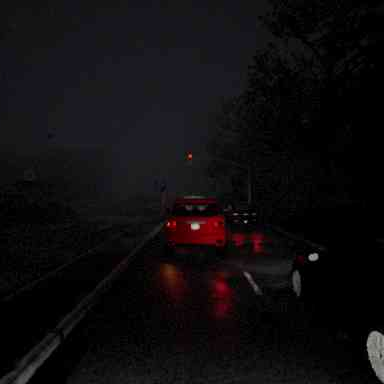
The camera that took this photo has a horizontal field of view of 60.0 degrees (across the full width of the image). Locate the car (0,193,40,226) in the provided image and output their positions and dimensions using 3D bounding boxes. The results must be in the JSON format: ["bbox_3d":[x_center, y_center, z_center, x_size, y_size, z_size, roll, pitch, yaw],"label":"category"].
[{"bbox_3d":[-13.790,1.282,22.796,5.566,2.045,2.435,-1,0,-20],"label":"car"}]

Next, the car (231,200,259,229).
[{"bbox_3d":[3.137,1.529,21.765,2.128,1.511,4.902,0,0,0],"label":"car"}]

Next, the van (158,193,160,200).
[{"bbox_3d":[-10.242,1.163,78.637,4.442,1.987,1.878,-1,0,-14],"label":"van"}]

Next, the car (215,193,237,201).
[{"bbox_3d":[7.665,1.207,75.218,4.553,1.767,2.185,1,0,-14],"label":"car"}]

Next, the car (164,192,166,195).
[{"bbox_3d":[-9.642,1.434,84.603,4.674,1.452,2.002,-1,0,-13],"label":"car"}]

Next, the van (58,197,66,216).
[{"bbox_3d":[-13.602,1.322,28.869,4.442,1.987,1.878,-1,0,-19],"label":"van"}]

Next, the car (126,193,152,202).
[{"bbox_3d":[-11.445,1.420,69.652,4.792,1.488,2.163,-1,0,-15],"label":"car"}]

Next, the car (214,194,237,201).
[{"bbox_3d":[8.183,1.329,81.063,5.366,1.575,1.946,1,0,-13],"label":"car"}]

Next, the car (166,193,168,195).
[{"bbox_3d":[-8.455,1.440,93.587,4.674,1.452,2.002,-1,0,-12],"label":"car"}]

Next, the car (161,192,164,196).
[{"bbox_3d":[-10.014,1.394,81.608,4.892,1.521,2.231,-1,0,-14],"label":"car"}]

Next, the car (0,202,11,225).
[{"bbox_3d":[-13.770,1.565,19.799,4.674,1.452,2.002,-1,0,-20],"label":"car"}]

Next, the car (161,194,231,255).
[{"bbox_3d":[0.105,1.238,13.564,2.150,2.045,5.566,0,0,0],"label":"car"}]

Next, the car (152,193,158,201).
[{"bbox_3d":[-10.801,1.380,72.645,5.366,1.575,1.946,-1,0,-15],"label":"car"}]

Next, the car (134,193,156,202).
[{"bbox_3d":[-10.708,1.263,75.597,4.553,1.767,2.185,-1,0,-14],"label":"car"}]

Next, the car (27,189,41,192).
[{"bbox_3d":[-28.166,0.191,60.521,2.002,1.452,4.674,6,-3,-19],"label":"car"}]

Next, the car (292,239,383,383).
[{"bbox_3d":[3.100,1.479,5.263,1.882,1.535,5.008,0,0,0],"label":"car"}]

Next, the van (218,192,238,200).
[{"bbox_3d":[7.282,1.106,72.248,4.442,1.987,1.878,1,0,-14],"label":"van"}]

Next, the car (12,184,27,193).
[{"bbox_3d":[-31.160,-0.371,60.582,2.435,2.045,5.566,6,-3,-19],"label":"car"}]

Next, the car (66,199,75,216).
[{"bbox_3d":[-13.627,1.431,31.846,4.553,1.767,2.185,-1,0,-19],"label":"car"}]

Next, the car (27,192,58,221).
[{"bbox_3d":[-13.718,1.290,25.832,5.566,2.045,2.435,-1,0,-20],"label":"car"}]
